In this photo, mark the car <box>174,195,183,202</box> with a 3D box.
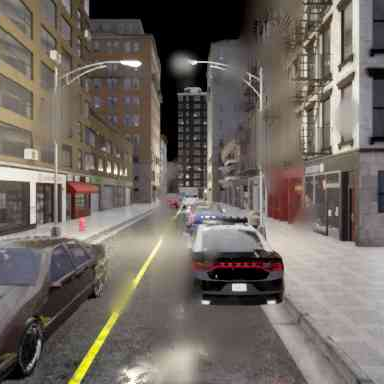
[{"bbox_3d":[-2.988,1.499,74.919,1.837,1.490,4.892,0,0,0],"label":"car"}]

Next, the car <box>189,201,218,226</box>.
[{"bbox_3d":[0.750,1.472,24.150,1.882,1.535,5.008,0,0,0],"label":"car"}]

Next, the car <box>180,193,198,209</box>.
[{"bbox_3d":[-0.110,1.212,45.946,2.150,2.045,5.566,0,0,0],"label":"car"}]

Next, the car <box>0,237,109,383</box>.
[{"bbox_3d":[-2.867,1.547,5.736,2.033,1.411,5.357,0,0,0],"label":"car"}]

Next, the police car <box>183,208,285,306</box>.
[{"bbox_3d":[0.800,1.424,8.260,1.930,1.638,5.238,0,0,0],"label":"police car"}]

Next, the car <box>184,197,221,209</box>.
[{"bbox_3d":[0.768,1.347,18.121,2.097,1.767,4.553,0,0,0],"label":"car"}]

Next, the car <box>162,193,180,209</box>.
[{"bbox_3d":[-2.997,1.214,46.733,2.150,2.045,5.566,0,0,0],"label":"car"}]

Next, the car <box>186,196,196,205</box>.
[{"bbox_3d":[-0.192,1.517,60.745,1.812,1.442,4.674,0,0,0],"label":"car"}]
